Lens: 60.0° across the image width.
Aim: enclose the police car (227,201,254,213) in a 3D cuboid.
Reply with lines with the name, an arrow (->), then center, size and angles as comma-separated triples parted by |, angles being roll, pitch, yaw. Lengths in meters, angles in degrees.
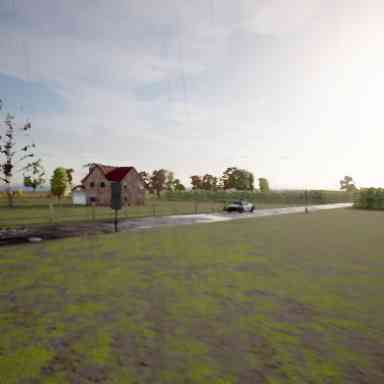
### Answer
police car -> 6.248, 1.936, 43.168 | 2.038, 1.542, 4.974 | 1, 0, 35
